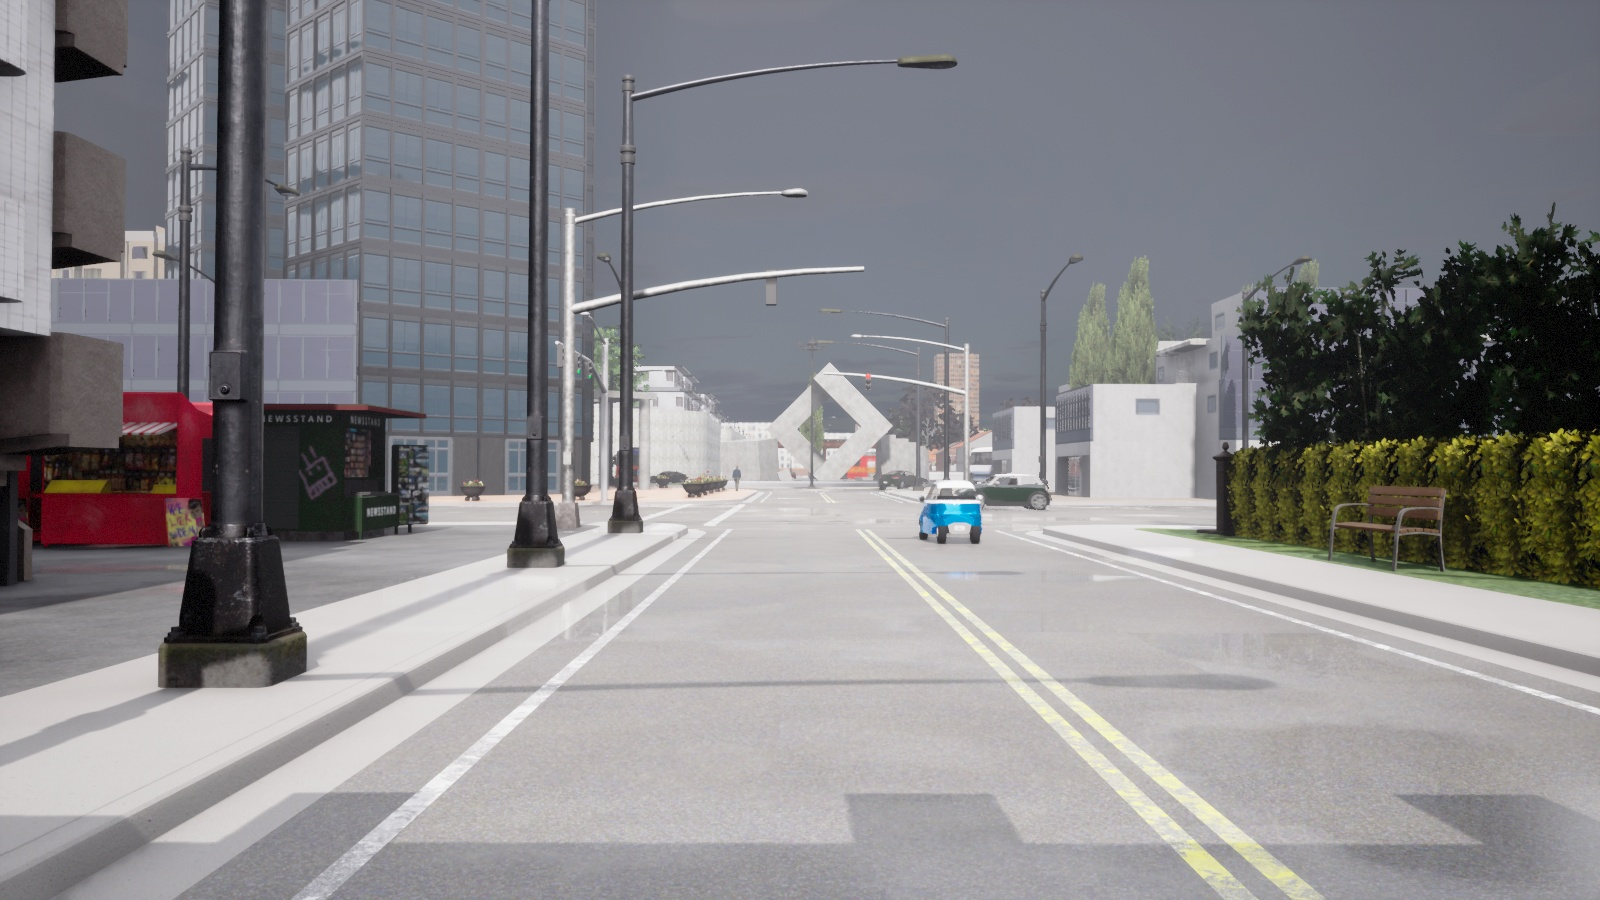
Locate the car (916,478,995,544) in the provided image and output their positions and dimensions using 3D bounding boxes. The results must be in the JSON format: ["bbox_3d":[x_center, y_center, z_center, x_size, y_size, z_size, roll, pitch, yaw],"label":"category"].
[{"bbox_3d":[3.429,1.324,27.981,1.481,1.376,2.207,0,-1,0],"label":"car"}]

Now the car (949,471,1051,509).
[{"bbox_3d":[8.104,1.605,51.090,3.806,1.475,1.970,0,-1,-1],"label":"car"}]
